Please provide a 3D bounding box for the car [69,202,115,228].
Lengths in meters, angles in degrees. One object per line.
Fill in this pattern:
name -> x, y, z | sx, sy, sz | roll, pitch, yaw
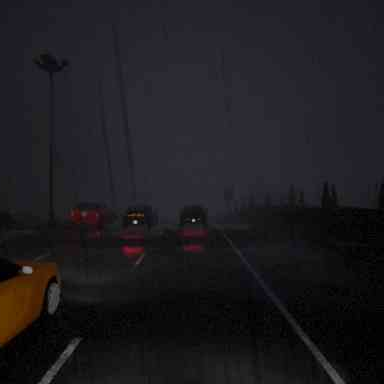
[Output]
car -> -6.901, 1.511, 23.404 | 2.097, 1.767, 4.553 | 0, -2, 0

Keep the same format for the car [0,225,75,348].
car -> -3.400, 1.488, 4.322 | 1.882, 1.535, 5.008 | 0, 0, 0

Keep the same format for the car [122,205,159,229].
car -> -3.400, 1.632, 22.393 | 1.837, 1.490, 4.892 | 0, -2, 0

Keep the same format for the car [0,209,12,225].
car -> -14.046, 1.696, 22.450 | 1.994, 1.385, 4.181 | 0, -2, 1

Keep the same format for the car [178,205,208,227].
car -> 0.099, 1.679, 23.883 | 1.837, 1.490, 4.892 | 0, -2, 0
